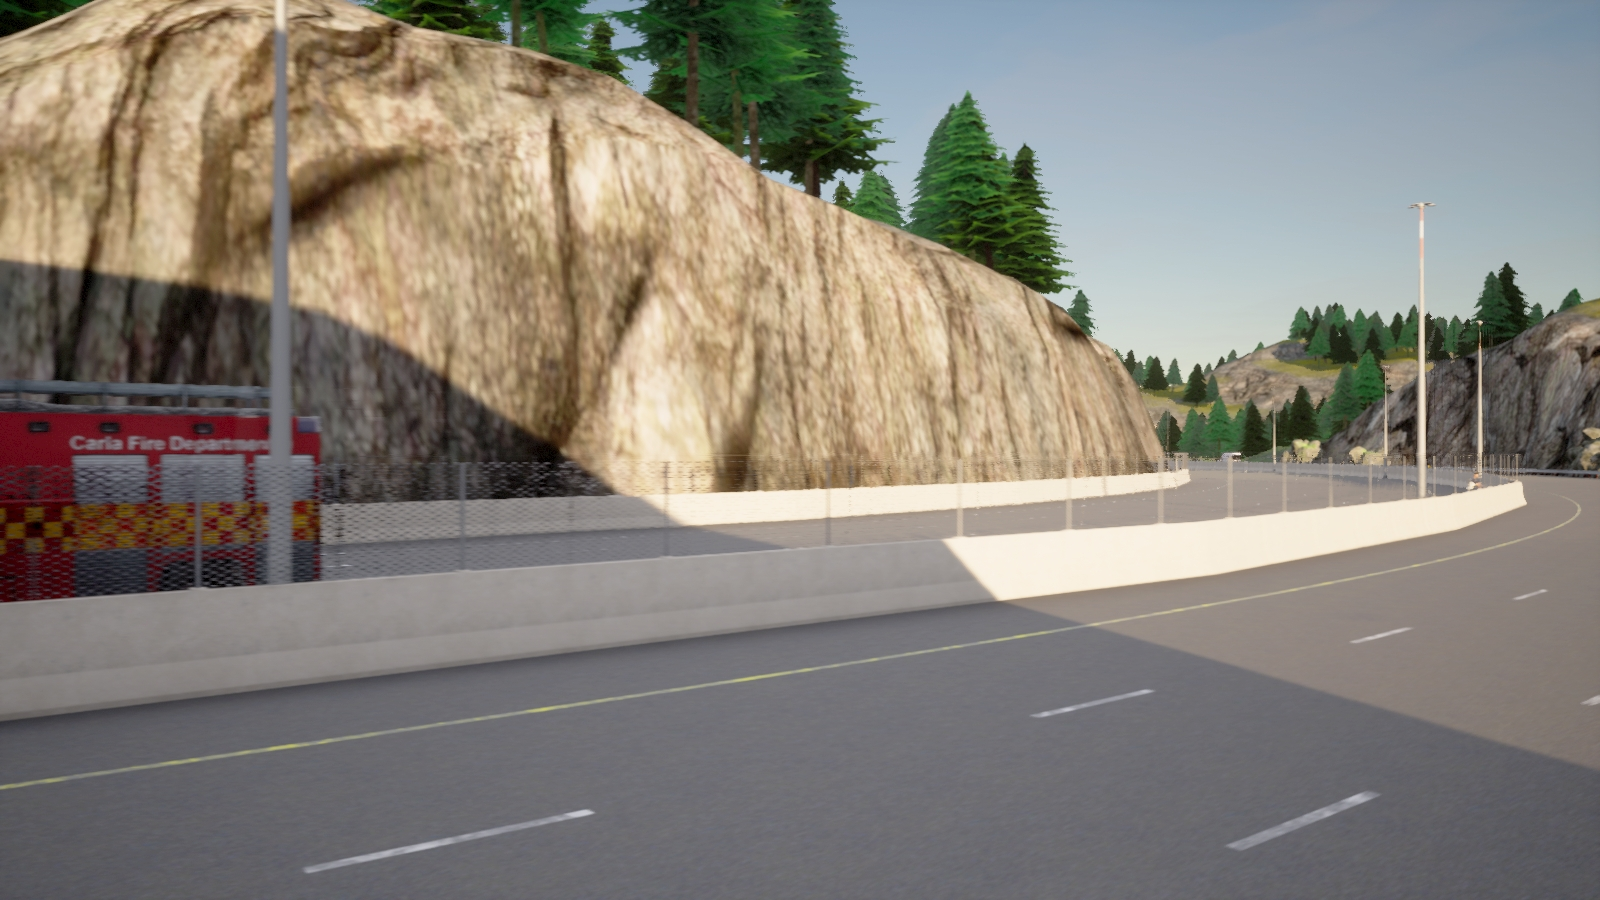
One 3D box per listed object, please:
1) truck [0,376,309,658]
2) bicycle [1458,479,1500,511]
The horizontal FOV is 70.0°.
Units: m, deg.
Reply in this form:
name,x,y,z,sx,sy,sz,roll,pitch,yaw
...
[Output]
name,x,y,z,sx,sy,sz,roll,pitch,yaw
truck,-11.923,0.908,16.484,8.468,3.827,2.891,0,0,-36
bicycle,31.818,2.101,53.523,1.643,1.514,0.373,-1,-3,38
